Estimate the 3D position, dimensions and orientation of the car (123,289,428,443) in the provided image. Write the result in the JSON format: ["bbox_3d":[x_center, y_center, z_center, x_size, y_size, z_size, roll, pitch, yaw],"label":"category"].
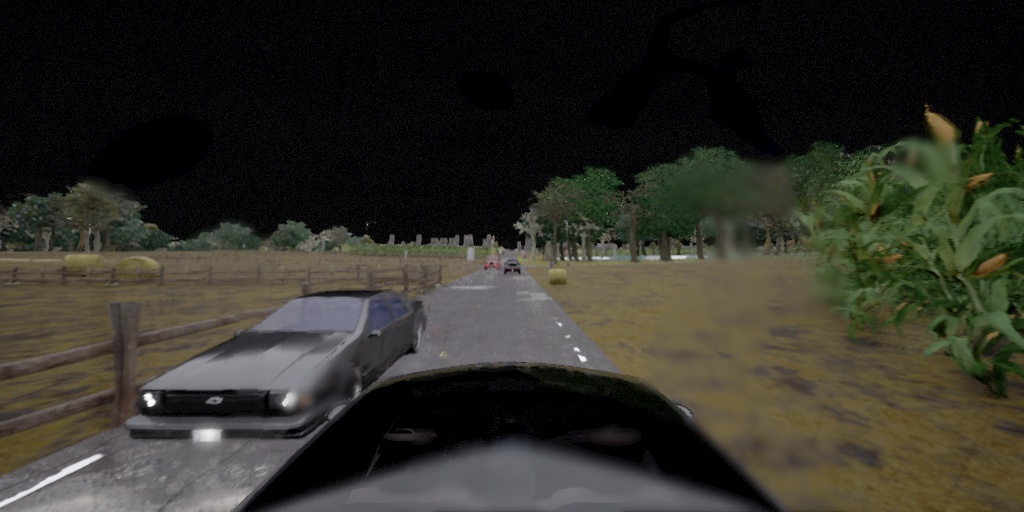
[{"bbox_3d":[-2.824,1.292,6.007,2.033,1.411,5.357,0,0,0],"label":"car"}]

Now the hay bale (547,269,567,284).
[{"bbox_3d":[3.128,1.375,24.931,1.220,1.180,1.240,0,0,0],"label":"hay bale"}]

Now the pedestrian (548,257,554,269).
[{"bbox_3d":[2.829,0.976,26.062,0.375,1.860,0.375,1,-1,-5],"label":"pedestrian"}]

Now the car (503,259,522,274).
[{"bbox_3d":[0.051,1.194,39.643,1.837,1.490,4.892,0,0,0],"label":"car"}]

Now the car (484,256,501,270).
[{"bbox_3d":[-2.744,0.976,50.628,2.150,2.045,5.566,0,0,0],"label":"car"}]
